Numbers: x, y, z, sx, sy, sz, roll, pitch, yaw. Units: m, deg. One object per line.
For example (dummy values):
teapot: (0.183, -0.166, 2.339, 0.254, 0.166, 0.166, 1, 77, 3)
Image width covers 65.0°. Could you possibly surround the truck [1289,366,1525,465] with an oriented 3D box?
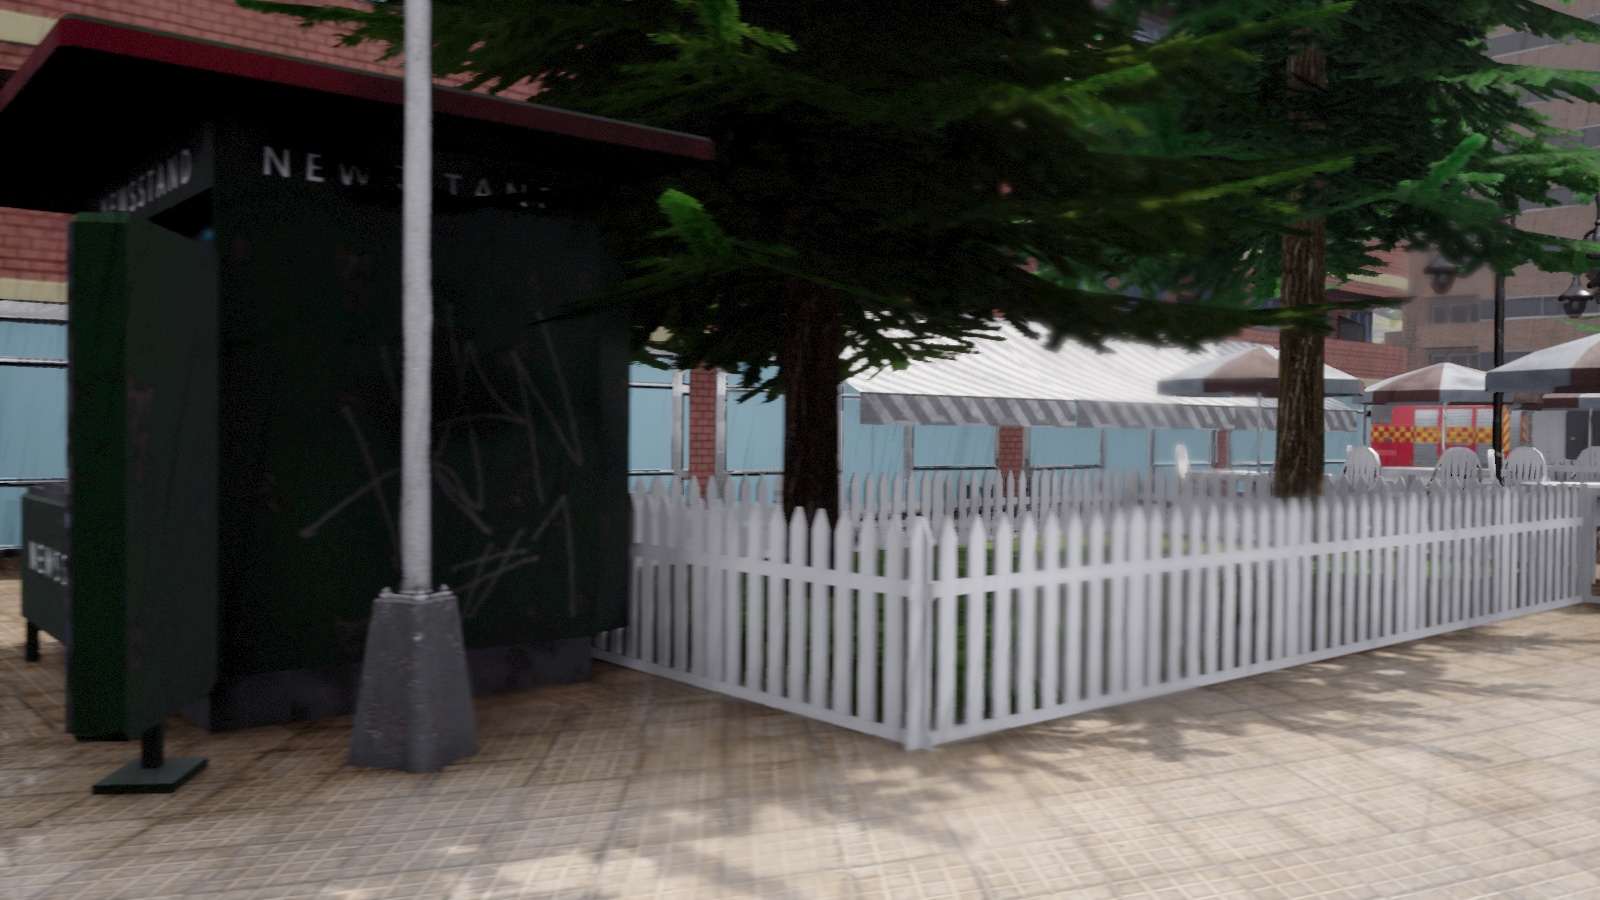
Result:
truck: (25.286, -1.393, 52.764, 2.891, 3.827, 8.468, -1, 1, -40)
